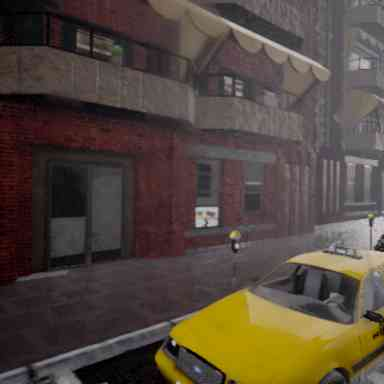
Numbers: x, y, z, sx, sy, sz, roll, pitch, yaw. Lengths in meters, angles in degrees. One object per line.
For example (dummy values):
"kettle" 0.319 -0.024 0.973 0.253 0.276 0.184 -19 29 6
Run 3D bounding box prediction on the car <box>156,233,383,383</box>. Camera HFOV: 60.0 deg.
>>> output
"car" 1.837 1.432 4.397 4.829 1.417 1.752 -1 3 -39
